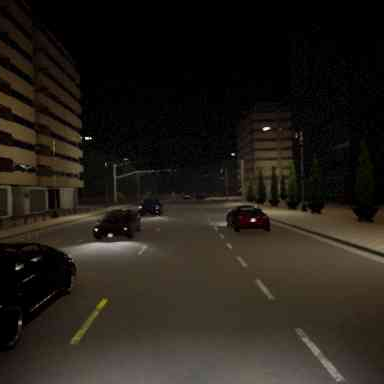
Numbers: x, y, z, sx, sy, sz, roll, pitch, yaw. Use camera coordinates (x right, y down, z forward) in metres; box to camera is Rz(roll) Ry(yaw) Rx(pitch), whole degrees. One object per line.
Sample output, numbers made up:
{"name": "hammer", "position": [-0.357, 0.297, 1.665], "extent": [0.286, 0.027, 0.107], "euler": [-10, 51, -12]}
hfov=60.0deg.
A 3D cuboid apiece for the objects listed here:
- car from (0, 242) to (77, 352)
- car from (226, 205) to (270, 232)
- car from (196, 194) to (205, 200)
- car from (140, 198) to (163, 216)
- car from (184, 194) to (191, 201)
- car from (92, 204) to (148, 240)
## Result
{"name": "car", "position": [-3.670, 1.672, 6.159], "extent": [1.994, 1.385, 4.181], "euler": [-2, 0, -1]}
{"name": "car", "position": [3.182, 1.459, 19.464], "extent": [1.994, 1.385, 4.181], "euler": [-2, 0, -1]}
{"name": "car", "position": [2.230, 1.361, 86.744], "extent": [1.882, 1.535, 5.008], "euler": [-2, 0, -1]}
{"name": "car", "position": [-4.063, 1.456, 32.941], "extent": [2.097, 1.767, 4.553], "euler": [-2, 0, 0]}
{"name": "car", "position": [-1.271, 1.586, 87.132], "extent": [1.895, 1.301, 4.718], "euler": [-2, 0, -1]}
{"name": "car", "position": [-3.904, 1.655, 18.281], "extent": [2.033, 1.411, 5.357], "euler": [-2, 0, -1]}
